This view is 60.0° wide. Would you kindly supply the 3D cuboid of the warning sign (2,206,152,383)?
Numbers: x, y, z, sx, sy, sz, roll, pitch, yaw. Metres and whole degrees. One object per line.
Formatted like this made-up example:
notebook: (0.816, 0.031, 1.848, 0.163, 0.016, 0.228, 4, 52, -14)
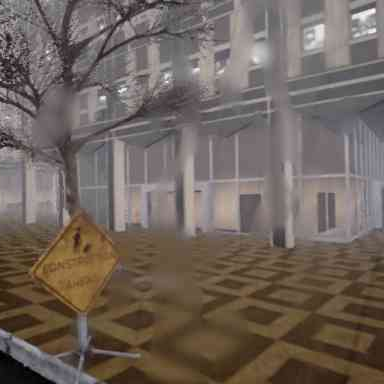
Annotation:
warning sign: (-1.350, 1.134, 4.045, 1.060, 1.860, 1.300, -2, 0, 37)
